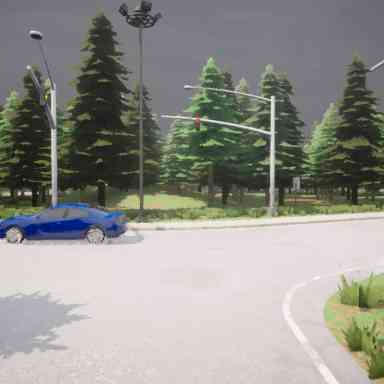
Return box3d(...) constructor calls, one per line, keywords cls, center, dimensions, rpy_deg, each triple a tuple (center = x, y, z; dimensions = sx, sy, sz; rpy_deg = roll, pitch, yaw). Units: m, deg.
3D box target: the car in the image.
box3d(cls="car", center=(-5.116, 1.225, 13.503), dimensions=(5.008, 1.535, 1.882), rpy_deg=(0, 3, -1))
